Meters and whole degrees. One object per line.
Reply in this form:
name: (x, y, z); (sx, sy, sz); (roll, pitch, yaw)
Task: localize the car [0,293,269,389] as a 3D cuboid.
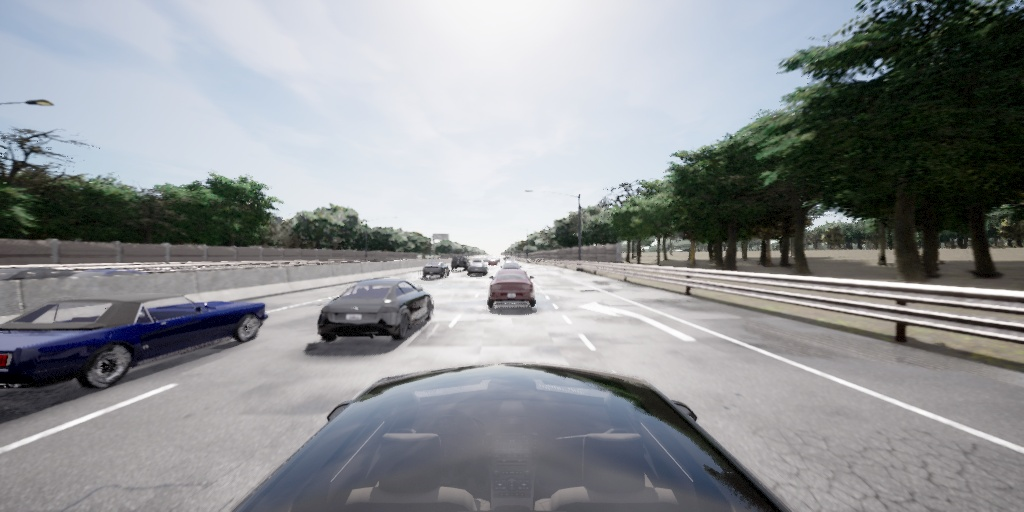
car: (-7.001, 1.357, 6.799); (1.895, 1.301, 4.718); (0, 0, 0)

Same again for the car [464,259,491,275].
car: (-3.644, 1.341, 38.739); (1.994, 1.385, 4.181); (0, 0, 0)

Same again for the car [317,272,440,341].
car: (-3.507, 1.322, 9.954); (1.994, 1.385, 4.181); (0, 0, 0)

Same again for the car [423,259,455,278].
car: (-7.110, 1.268, 33.965); (2.128, 1.511, 4.902); (0, 0, 0)

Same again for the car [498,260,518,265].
car: (-0.100, 1.301, 32.339); (1.812, 1.442, 4.674); (0, 0, 0)

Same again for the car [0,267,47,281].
car: (-21.117, 1.243, 15.372); (1.882, 1.535, 5.008); (0, 0, 0)

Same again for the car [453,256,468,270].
car: (-7.251, 1.001, 50.810); (2.150, 2.045, 5.566); (0, 0, -1)

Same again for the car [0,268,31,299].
car: (-24.616, 1.292, 15.334); (1.812, 1.442, 4.674); (0, 0, 0)

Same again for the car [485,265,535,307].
car: (-0.021, 1.288, 15.547); (1.812, 1.442, 4.674); (0, 0, 0)

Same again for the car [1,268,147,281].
car: (-17.617, 1.291, 15.389); (1.812, 1.442, 4.674); (0, 0, 0)

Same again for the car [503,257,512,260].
car: (-0.300, 1.326, 55.499); (2.033, 1.411, 5.357); (0, 0, -1)
